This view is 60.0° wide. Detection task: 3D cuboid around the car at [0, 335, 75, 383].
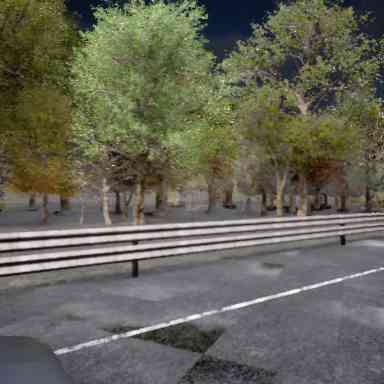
[{"bbox_3d":[-3.234,1.531,1.441,5.357,1.411,2.033,1,0,-35],"label":"car"}]
